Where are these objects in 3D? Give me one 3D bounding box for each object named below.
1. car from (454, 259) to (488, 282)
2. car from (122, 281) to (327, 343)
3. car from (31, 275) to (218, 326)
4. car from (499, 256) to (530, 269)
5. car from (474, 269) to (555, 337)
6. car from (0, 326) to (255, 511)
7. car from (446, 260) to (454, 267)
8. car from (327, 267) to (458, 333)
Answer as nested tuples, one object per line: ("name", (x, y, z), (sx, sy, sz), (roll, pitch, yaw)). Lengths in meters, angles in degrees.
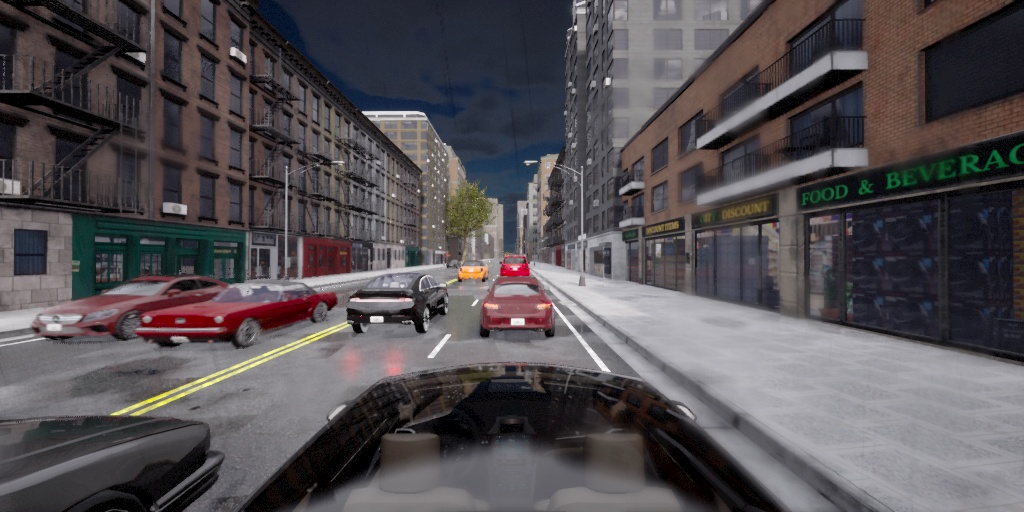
("car", (-3.041, 1.116, 28.950), (2.097, 1.767, 4.553), (0, 0, 0))
("car", (-6.571, 1.352, 9.315), (1.895, 1.301, 4.718), (0, 0, 0))
("car", (-9.818, 1.277, 10.027), (1.812, 1.442, 4.674), (0, 0, 0))
("car", (0.206, 0.984, 27.257), (2.150, 2.045, 5.566), (0, 0, 0))
("car", (0.132, 1.278, 10.159), (1.812, 1.442, 4.674), (0, 0, 0))
("car", (-3.161, 1.297, 0.253), (2.033, 1.411, 5.357), (0, 0, 1))
("car", (-9.528, 1.321, 58.636), (1.837, 1.490, 4.892), (0, -1, 1))
("car", (-3.110, 1.244, 10.662), (2.128, 1.511, 4.902), (0, 0, 0))
